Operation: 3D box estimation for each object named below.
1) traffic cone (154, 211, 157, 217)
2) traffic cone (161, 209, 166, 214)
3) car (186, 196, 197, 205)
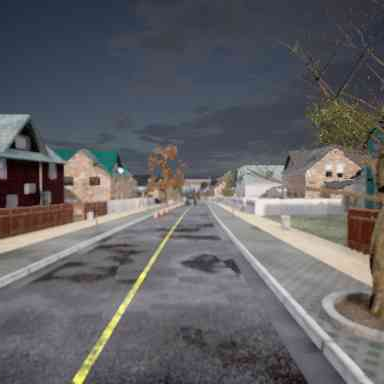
[{"bbox_3d":[-3.501,2.152,32.083,0.340,0.580,0.340,0,0,1],"label":"traffic cone"},{"bbox_3d":[-3.385,2.188,37.095,0.340,0.580,0.340,0,0,1],"label":"traffic cone"},{"bbox_3d":[-0.130,1.781,70.790,2.150,2.045,5.566,0,-1,2],"label":"car"}]
